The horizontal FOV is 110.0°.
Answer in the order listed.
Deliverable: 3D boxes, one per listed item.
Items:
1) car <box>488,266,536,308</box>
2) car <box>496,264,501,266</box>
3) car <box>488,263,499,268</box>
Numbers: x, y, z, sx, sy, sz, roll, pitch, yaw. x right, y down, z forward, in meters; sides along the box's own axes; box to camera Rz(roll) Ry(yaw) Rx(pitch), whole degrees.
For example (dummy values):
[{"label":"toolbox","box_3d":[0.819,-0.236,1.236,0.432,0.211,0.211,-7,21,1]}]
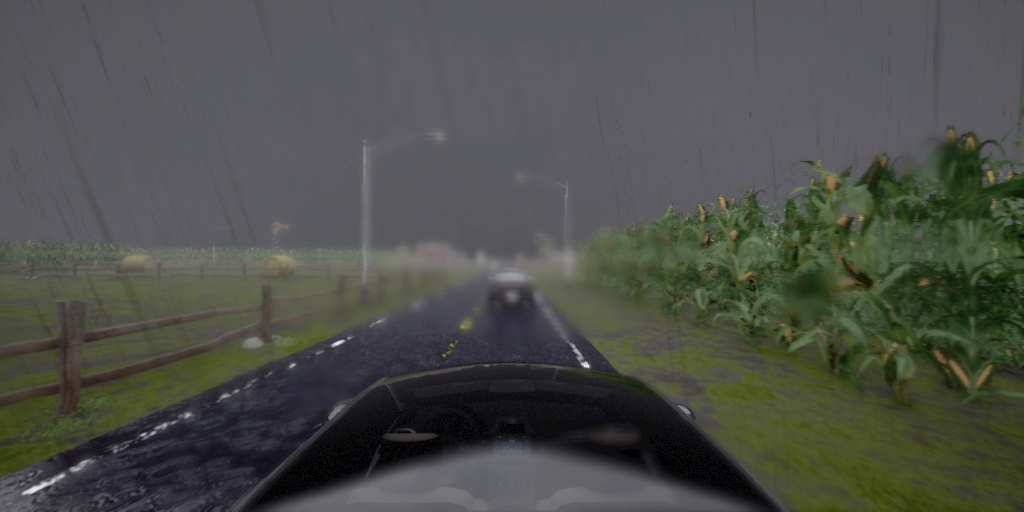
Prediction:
[{"label":"car","box_3d":[0.033,1.378,16.077,1.882,1.535,5.008,0,0,1]},{"label":"car","box_3d":[0.016,1.588,29.350,2.033,1.411,5.357,0,-1,0]},{"label":"car","box_3d":[-2.754,1.831,57.387,2.128,1.511,4.902,0,-1,0]}]
